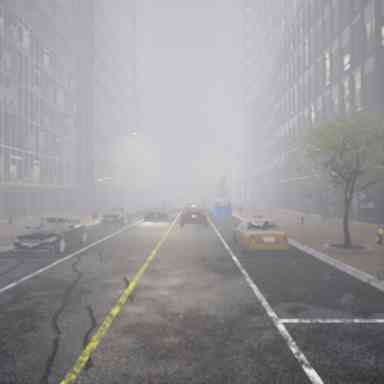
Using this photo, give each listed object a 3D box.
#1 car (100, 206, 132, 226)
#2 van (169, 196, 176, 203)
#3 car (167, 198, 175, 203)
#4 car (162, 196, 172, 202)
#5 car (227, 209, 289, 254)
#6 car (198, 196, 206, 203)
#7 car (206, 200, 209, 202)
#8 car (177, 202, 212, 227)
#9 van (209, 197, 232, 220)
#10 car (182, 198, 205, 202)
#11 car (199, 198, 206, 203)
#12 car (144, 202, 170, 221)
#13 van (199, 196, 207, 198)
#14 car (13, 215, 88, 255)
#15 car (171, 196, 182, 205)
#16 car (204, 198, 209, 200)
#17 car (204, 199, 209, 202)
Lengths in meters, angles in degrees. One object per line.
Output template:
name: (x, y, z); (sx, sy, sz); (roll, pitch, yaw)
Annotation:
car: (-5.658, 1.771, 25.229); (2.008, 1.369, 4.403); (0, 0, 0)
van: (-5.569, 2.052, 93.598); (1.690, 1.788, 3.998); (0, 0, 0)
car: (-5.576, 2.257, 87.898); (1.802, 1.307, 4.206); (0, 0, 0)
car: (-5.598, 2.147, 70.808); (1.802, 1.307, 4.206); (0, 0, 0)
car: (2.707, 1.652, 13.993); (1.752, 1.417, 4.829); (0, 0, 0)
car: (2.812, 2.027, 93.586); (2.192, 1.841, 5.009); (0, 0, 0)
car: (2.737, 1.894, 36.612); (1.802, 1.307, 4.206); (0, 0, 0)
car: (0.132, 1.723, 25.120); (2.163, 1.488, 4.792); (0, 0, 0)
van: (2.729, 1.608, 30.916); (1.690, 1.788, 3.998); (0, 0, 0)
car: (0.156, 1.863, 42.813); (2.163, 1.488, 4.792); (0, 0, 0)
car: (2.804, 2.202, 88.056); (1.752, 1.417, 4.829); (0, 0, 0)
car: (-3.058, 1.819, 29.537); (1.994, 1.385, 4.181); (0, 0, 0)
van: (2.774, 1.869, 65.100); (1.690, 1.788, 3.998); (0, 0, 0)
car: (-5.674, 1.675, 13.835); (2.008, 1.369, 4.403); (0, -1, 0)
car: (-2.909, 2.083, 70.020); (1.812, 1.442, 4.674); (0, 0, 0)
car: (2.752, 1.927, 48.176); (1.752, 1.417, 4.829); (0, 0, 0)
car: (2.744, 1.938, 42.308); (1.802, 1.307, 4.206); (0, 0, 0)
